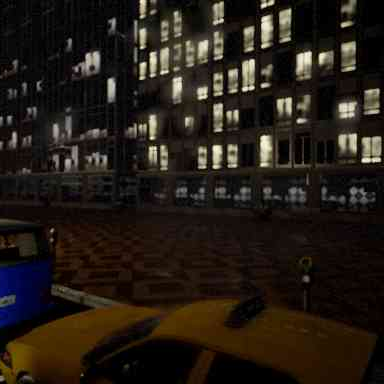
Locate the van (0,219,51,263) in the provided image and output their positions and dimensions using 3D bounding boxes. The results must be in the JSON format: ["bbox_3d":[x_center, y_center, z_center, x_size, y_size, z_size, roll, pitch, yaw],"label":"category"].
[{"bbox_3d":[-4.157,1.323,5.834,3.998,1.788,1.690,0,0,36],"label":"van"}]

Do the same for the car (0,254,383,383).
[{"bbox_3d":[0.202,1.521,2.723,4.829,1.417,1.752,0,0,36],"label":"car"}]
